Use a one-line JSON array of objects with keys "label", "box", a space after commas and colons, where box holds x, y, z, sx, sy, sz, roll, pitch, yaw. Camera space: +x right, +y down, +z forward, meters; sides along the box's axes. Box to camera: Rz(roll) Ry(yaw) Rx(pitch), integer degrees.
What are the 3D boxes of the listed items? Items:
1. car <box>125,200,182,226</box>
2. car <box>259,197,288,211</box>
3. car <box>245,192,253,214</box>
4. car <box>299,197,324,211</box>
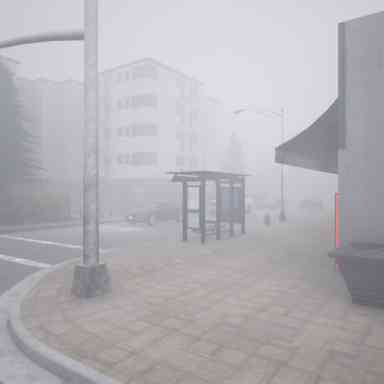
[{"label": "car", "box": [-2.307, 1.328, 22.164, 1.837, 1.490, 4.892, 0, 0, 36]}, {"label": "car", "box": [9.521, 1.301, 38.562, 1.882, 1.535, 5.008, 0, 0, 36]}, {"label": "car", "box": [3.578, 1.045, 30.347, 2.150, 2.045, 5.566, 0, 0, 36]}, {"label": "car", "box": [13.751, 1.329, 38.192, 1.837, 1.490, 4.892, 0, 0, 36]}]
